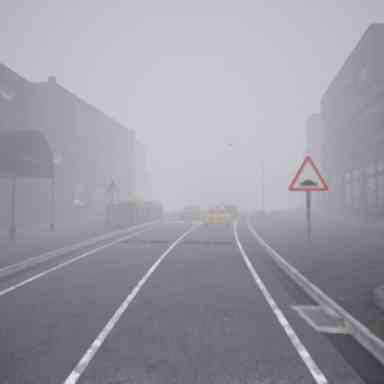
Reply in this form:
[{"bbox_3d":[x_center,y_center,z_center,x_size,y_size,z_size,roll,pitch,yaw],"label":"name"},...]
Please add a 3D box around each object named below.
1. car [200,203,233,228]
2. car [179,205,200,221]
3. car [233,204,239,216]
[{"bbox_3d":[1.962,1.836,25.502,1.801,1.575,5.366,0,-1,8],"label":"car"},{"bbox_3d":[0.012,2.078,33.664,1.837,1.490,4.892,0,-1,10],"label":"car"},{"bbox_3d":[4.960,2.219,42.542,1.837,1.490,4.892,-1,-1,11],"label":"car"}]
